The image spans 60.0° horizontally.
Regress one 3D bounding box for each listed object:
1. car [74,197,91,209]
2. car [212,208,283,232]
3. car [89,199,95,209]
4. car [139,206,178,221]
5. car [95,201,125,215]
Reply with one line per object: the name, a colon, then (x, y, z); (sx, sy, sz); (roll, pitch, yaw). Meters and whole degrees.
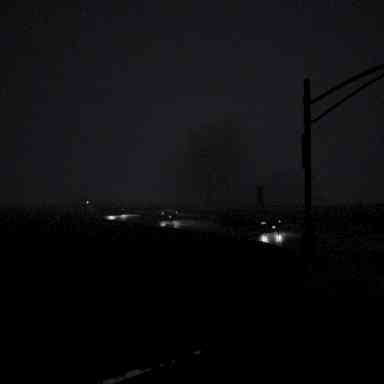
car: (-20.416, 2.026, 62.263); (2.150, 2.045, 5.566); (-1, 0, -36)
car: (3.510, 1.783, 22.411); (2.033, 1.411, 5.357); (-1, 0, -33)
car: (-14.357, 2.152, 53.826); (2.128, 1.511, 4.902); (-1, 0, -35)
car: (-3.279, 1.996, 32.061); (1.895, 1.301, 4.718); (-1, 0, -36)
car: (-10.081, 2.062, 41.549); (1.837, 1.490, 4.892); (-1, 0, -35)
